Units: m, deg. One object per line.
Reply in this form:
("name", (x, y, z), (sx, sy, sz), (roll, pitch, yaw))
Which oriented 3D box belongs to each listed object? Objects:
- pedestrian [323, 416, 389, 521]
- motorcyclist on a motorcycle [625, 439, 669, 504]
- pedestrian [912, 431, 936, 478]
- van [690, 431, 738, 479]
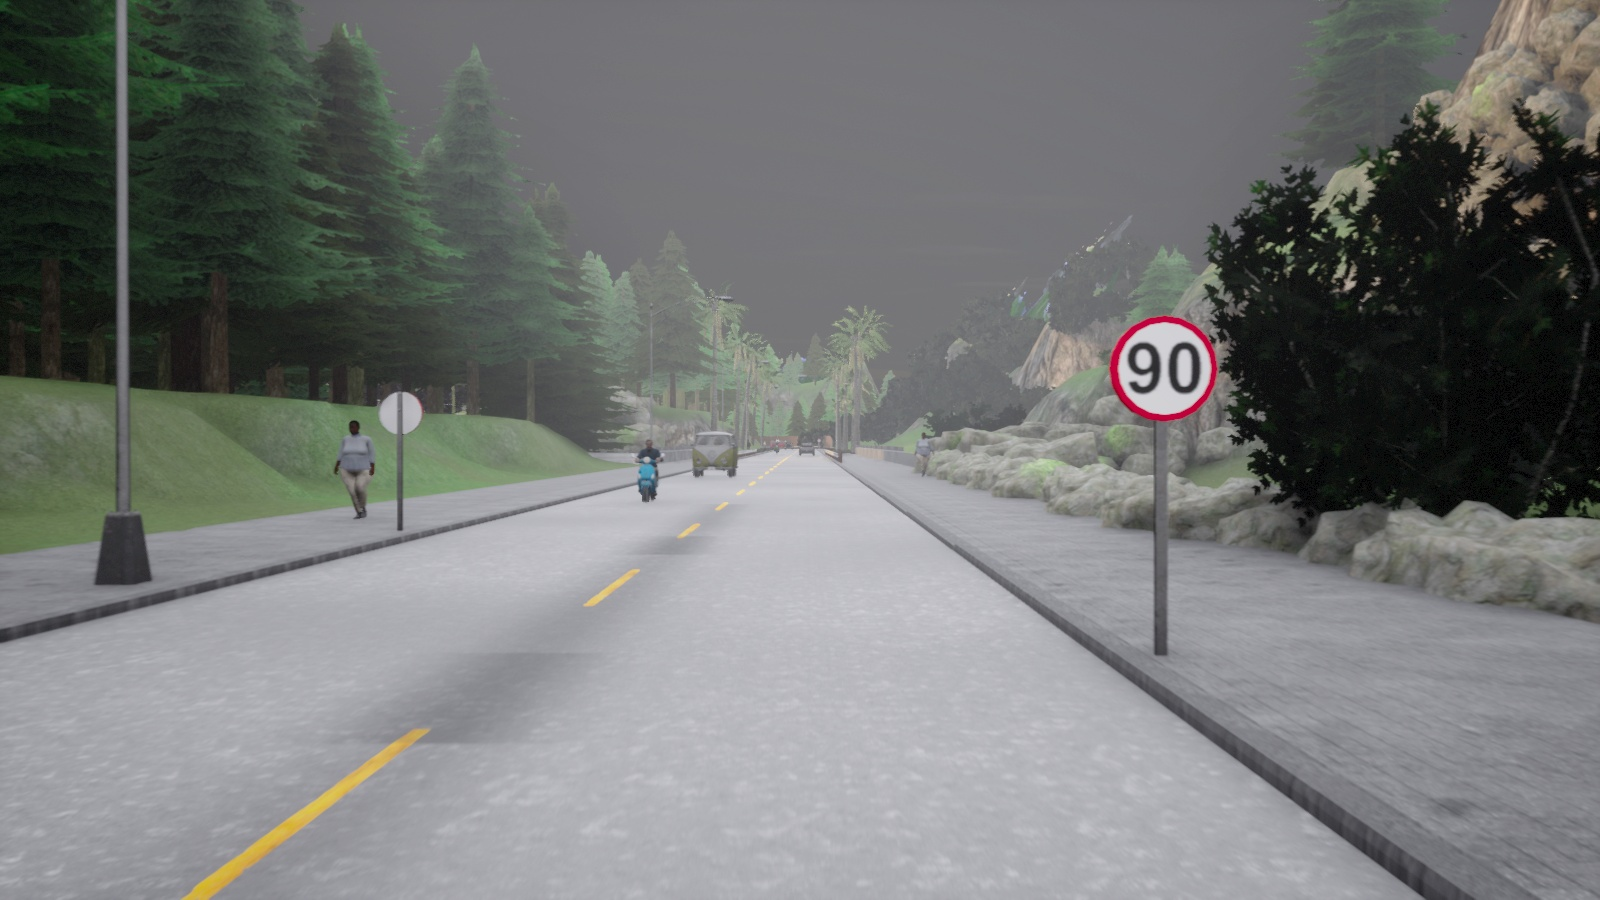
("pedestrian", (-7.966, 0.323, 22.546), (0.874, 1.855, 0.900), (0, 0, -1))
("motorcyclist on a motorcycle", (-3.813, 0.519, 31.458), (0.866, 1.590, 1.817), (0, 0, 0))
("pedestrian", (4.971, 0.176, 50.552), (0.874, 1.855, 0.900), (0, 0, 0))
("van", (-3.687, 0.191, 54.405), (1.775, 1.987, 4.442), (0, 0, 0))
